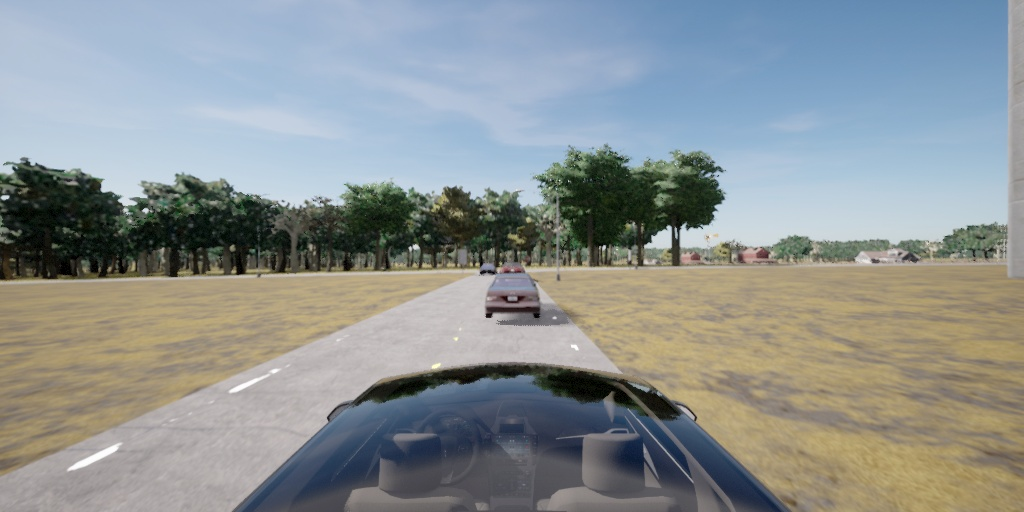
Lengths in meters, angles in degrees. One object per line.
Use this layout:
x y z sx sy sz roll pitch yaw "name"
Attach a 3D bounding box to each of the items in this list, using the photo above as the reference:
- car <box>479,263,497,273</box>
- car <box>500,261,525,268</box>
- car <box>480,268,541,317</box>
-2.800 1.569 43.076 2.033 1.411 5.357 0 -1 1 "car"
0.062 1.246 31.368 2.097 1.767 4.553 0 -1 0 "car"
0.041 1.318 13.144 2.033 1.411 5.357 0 0 1 "car"
